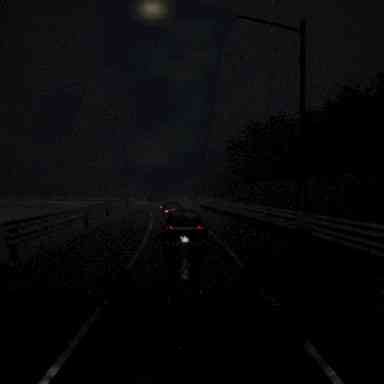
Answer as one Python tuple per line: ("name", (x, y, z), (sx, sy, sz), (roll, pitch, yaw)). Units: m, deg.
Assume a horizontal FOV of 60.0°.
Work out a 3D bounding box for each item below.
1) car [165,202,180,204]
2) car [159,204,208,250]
("car", (-1.741, 1.577, 29.255), (2.033, 1.411, 5.357), (0, 0, -7))
("car", (-0.392, 1.522, 14.462), (2.128, 1.511, 4.902), (0, 0, -3))
